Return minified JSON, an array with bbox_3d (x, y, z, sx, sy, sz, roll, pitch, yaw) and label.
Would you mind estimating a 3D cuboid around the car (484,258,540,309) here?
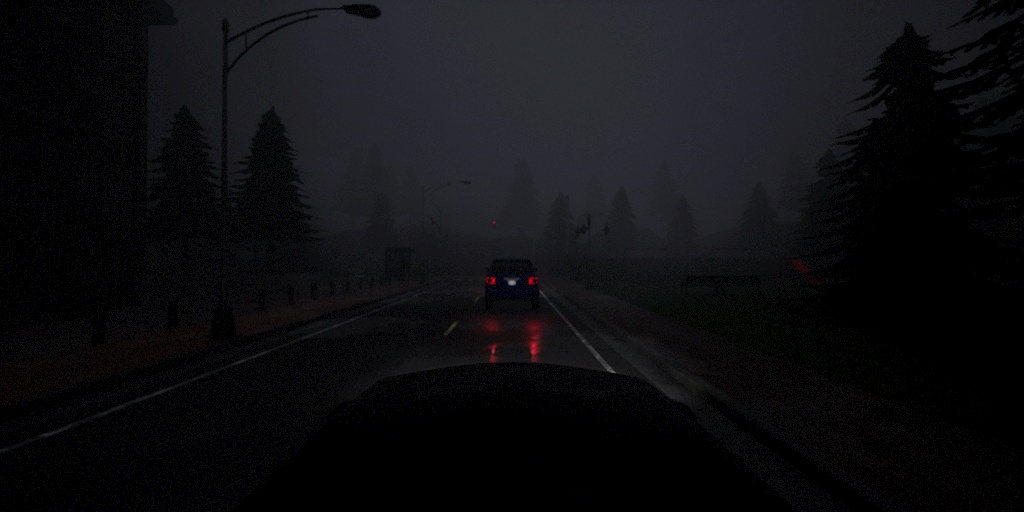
[{"bbox_3d":[0.002,1.098,15.881,2.150,2.045,5.566,0,0,0],"label":"car"}]
